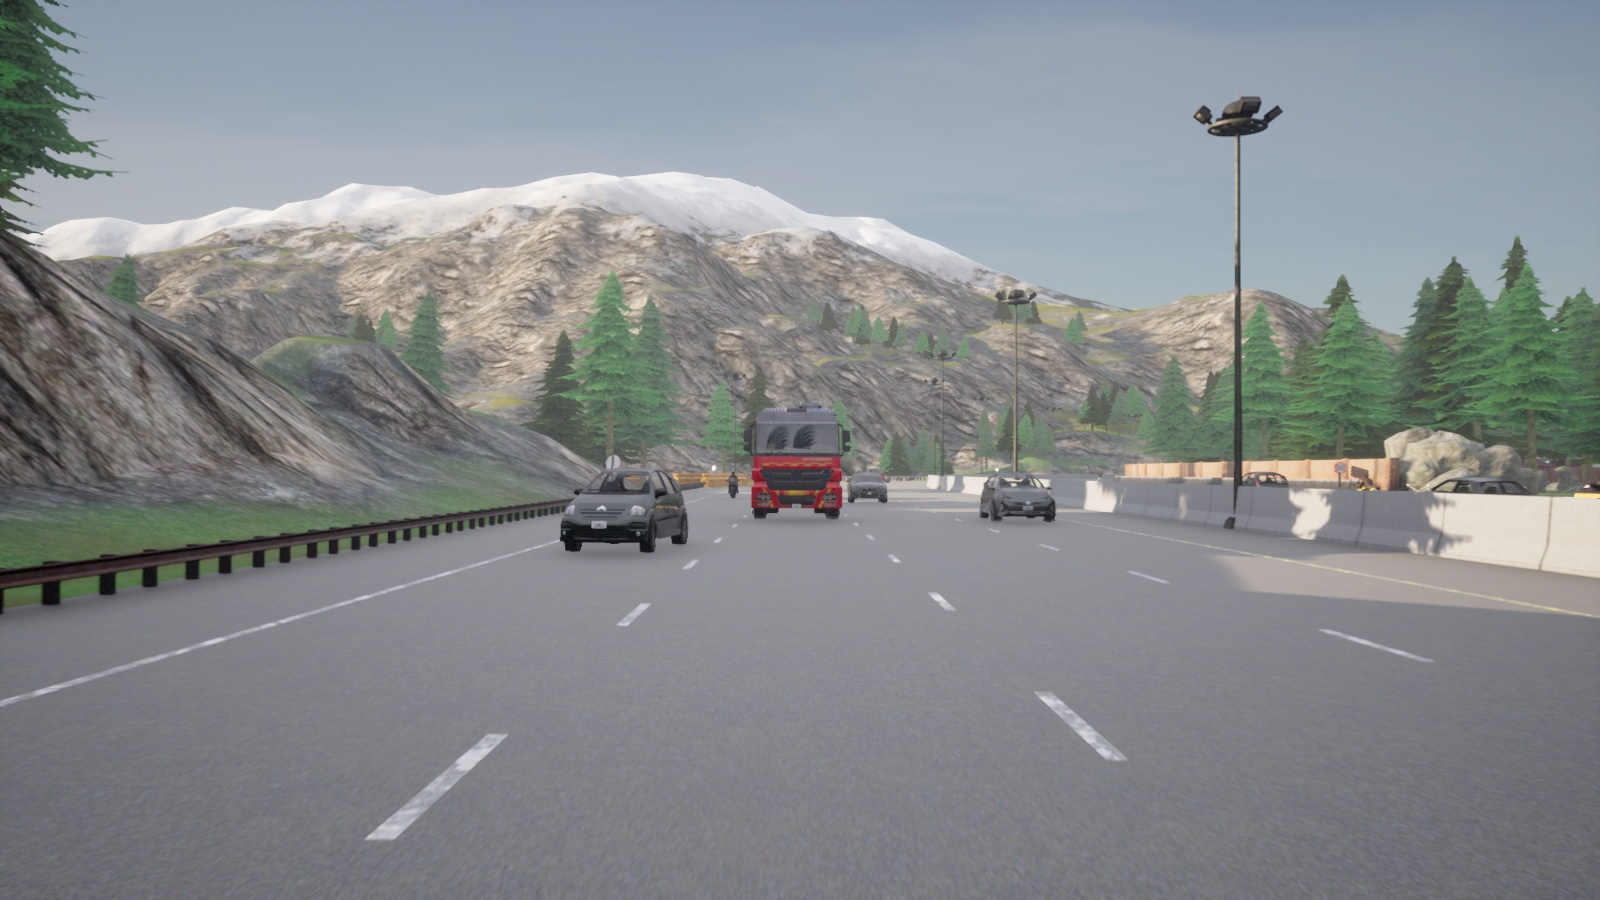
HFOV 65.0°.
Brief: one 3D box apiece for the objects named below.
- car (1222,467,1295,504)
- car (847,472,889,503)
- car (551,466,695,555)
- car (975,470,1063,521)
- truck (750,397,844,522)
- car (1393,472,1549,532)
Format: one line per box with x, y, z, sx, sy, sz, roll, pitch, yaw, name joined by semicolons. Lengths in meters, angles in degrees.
20.861;1.582;57.281;1.851;1.617;3.988;0;-1;0;car
3.348;1.849;62.667;1.837;1.490;4.892;0;-1;0;car
-3.426;1.143;25.047;1.851;1.617;3.988;0;-1;7;car
6.902;1.401;40.090;2.007;1.525;4.514;0;-1;0;car
-0.109;0.365;42.963;2.891;3.827;8.468;0;-1;0;truck
17.420;1.305;32.860;1.816;1.474;4.193;0;-1;0;car
